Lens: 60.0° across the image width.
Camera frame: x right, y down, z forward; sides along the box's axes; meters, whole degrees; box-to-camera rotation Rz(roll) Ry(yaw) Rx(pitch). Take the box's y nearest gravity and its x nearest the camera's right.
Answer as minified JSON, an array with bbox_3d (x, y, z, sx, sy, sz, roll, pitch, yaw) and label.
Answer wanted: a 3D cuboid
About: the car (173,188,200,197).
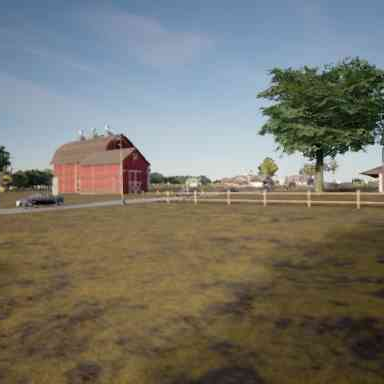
[{"bbox_3d":[-0.853,-0.011,55.603,2.033,1.411,5.357,0,2,36],"label":"car"}]

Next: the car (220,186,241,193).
[{"bbox_3d":[7.253,-0.362,62.030,2.033,1.411,5.357,0,2,36],"label":"car"}]

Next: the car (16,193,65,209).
[{"bbox_3d":[-15.763,0.854,34.756,2.128,1.511,4.902,0,2,35],"label":"car"}]

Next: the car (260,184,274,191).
[{"bbox_3d":[17.276,-0.946,76.280,1.837,1.490,4.892,0,1,35],"label":"car"}]
